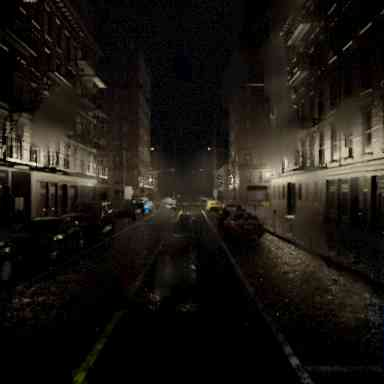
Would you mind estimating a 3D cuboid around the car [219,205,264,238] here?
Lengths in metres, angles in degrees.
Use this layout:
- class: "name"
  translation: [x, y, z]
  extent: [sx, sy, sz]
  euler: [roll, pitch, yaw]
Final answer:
- class: "car"
  translation: [2.666, 1.618, 17.962]
  extent: [1.752, 1.417, 4.829]
  euler: [0, 0, 0]

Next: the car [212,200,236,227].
- class: "car"
  translation: [2.661, 1.559, 23.198]
  extent: [1.967, 1.590, 4.097]
  euler: [0, 0, 0]

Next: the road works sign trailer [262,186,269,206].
- class: "road works sign trailer"
  translation: [13.400, 0.673, 56.612]
  extent: [2.880, 3.560, 2.380]
  euler: [0, 0, 0]

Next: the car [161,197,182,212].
- class: "car"
  translation: [-2.800, 1.711, 42.445]
  extent: [2.128, 1.511, 4.902]
  euler: [0, 0, 1]

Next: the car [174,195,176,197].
- class: "car"
  translation: [-5.383, 1.921, 77.208]
  extent: [1.752, 1.417, 4.829]
  euler: [0, 0, 0]

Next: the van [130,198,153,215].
- class: "van"
  translation: [-5.389, 1.516, 34.010]
  extent: [1.690, 1.788, 3.998]
  euler: [0, 0, 0]

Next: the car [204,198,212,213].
- class: "car"
  translation: [2.647, 1.728, 39.586]
  extent: [1.752, 1.417, 4.829]
  euler: [0, 0, 0]

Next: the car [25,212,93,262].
- class: "car"
  translation: [-5.396, 1.630, 12.385]
  extent: [1.947, 1.339, 4.313]
  euler: [0, 0, 0]

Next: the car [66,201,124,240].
- class: "car"
  translation: [-5.394, 1.407, 17.792]
  extent: [2.192, 1.841, 5.009]
  euler: [0, 0, 0]

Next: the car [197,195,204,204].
- class: "car"
  translation: [2.642, 1.919, 71.698]
  extent: [2.008, 1.369, 4.403]
  euler: [0, 0, 0]

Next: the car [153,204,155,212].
- class: "car"
  translation: [-5.387, 1.753, 39.416]
  extent: [2.008, 1.369, 4.403]
  euler: [0, 0, 0]

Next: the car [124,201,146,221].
- class: "car"
  translation: [-5.390, 1.729, 28.603]
  extent: [1.802, 1.307, 4.206]
  euler: [0, 0, 0]

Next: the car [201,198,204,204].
- class: "car"
  translation: [2.642, 1.781, 44.822]
  extent: [2.008, 1.369, 4.403]
  euler: [0, 0, 0]

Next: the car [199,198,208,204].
- class: "car"
  translation: [2.642, 1.979, 77.379]
  extent: [1.802, 1.307, 4.206]
  euler: [0, 0, 0]

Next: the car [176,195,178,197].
- class: "car"
  translation: [-5.382, 2.019, 88.740]
  extent: [1.947, 1.339, 4.313]
  euler: [0, 0, 0]

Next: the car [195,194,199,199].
- class: "car"
  translation: [2.644, 1.921, 94.425]
  extent: [1.967, 1.590, 4.097]
  euler: [0, 0, 0]

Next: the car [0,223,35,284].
- class: "car"
  translation: [-5.397, 1.587, 6.978]
  extent: [2.008, 1.369, 4.403]
  euler: [0, 0, 0]
